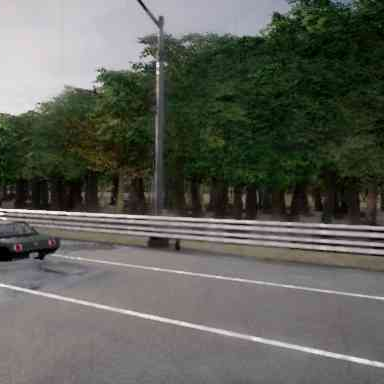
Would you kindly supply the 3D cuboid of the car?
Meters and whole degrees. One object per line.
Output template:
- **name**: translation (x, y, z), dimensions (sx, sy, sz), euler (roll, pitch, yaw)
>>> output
- **car**: translation (-6.852, 1.671, 11.414), dimensions (4.718, 1.301, 1.895), euler (0, -1, 29)
